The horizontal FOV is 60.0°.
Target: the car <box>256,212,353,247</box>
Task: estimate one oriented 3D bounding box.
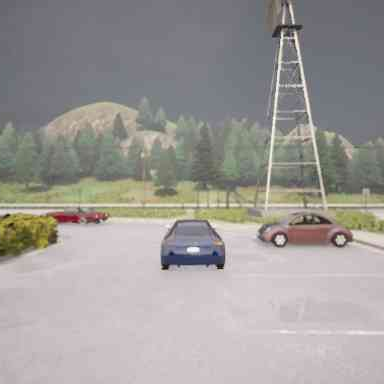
[{"bbox_3d":[4.844,1.593,14.665,3.905,1.438,1.784,0,0,0],"label":"car"}]

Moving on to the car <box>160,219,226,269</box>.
[{"bbox_3d":[0.005,1.622,11.441,1.994,1.385,4.181,0,0,-1],"label":"car"}]

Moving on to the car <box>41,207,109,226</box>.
[{"bbox_3d":[-8.520,1.725,24.043,4.718,1.301,1.895,0,0,18],"label":"car"}]
